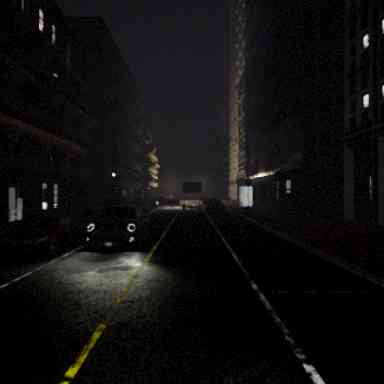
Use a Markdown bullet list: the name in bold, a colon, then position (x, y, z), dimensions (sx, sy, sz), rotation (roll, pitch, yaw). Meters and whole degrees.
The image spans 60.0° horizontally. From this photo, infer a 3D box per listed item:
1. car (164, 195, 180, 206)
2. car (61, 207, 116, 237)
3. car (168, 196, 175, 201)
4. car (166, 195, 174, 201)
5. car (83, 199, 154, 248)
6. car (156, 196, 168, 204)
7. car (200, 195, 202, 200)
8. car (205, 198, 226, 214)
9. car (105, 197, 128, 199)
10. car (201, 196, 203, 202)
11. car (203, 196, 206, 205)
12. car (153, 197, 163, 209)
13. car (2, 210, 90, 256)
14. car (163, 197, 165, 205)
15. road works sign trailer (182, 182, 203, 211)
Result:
- **car**: position (-3.071, 1.658, 55.484), dimensions (1.895, 1.301, 4.718), rotation (0, 0, 0)
- **car**: position (-5.693, 1.597, 18.803), dimensions (1.802, 1.307, 4.206), rotation (0, 0, 0)
- **car**: position (-5.705, 1.700, 92.234), dimensions (1.802, 1.307, 4.206), rotation (0, 0, 0)
- **car**: position (-5.704, 1.548, 86.586), dimensions (1.967, 1.590, 4.097), rotation (0, 0, 0)
- **car**: position (-3.102, 1.363, 14.641), dimensions (2.097, 1.767, 4.553), rotation (0, 0, 0)
- **car**: position (-5.701, 1.595, 63.822), dimensions (1.752, 1.417, 4.829), rotation (0, 0, 0)
- **car**: position (2.681, 1.627, 58.344), dimensions (1.947, 1.339, 4.313), rotation (0, 0, 0)
- **car**: position (2.684, 1.559, 35.920), dimensions (1.752, 1.417, 4.829), rotation (0, 0, 0)
- **car**: position (-5.695, 1.336, 24.452), dimensions (2.192, 1.841, 5.009), rotation (0, 0, 0)
- **car**: position (2.682, 1.597, 47.048), dimensions (2.008, 1.369, 4.403), rotation (0, 0, 0)
- **car**: position (2.684, 1.480, 41.398), dimensions (1.967, 1.590, 4.097), rotation (0, 0, 0)
- **car**: position (-5.698, 1.597, 47.046), dimensions (2.008, 1.369, 4.403), rotation (0, 0, 0)
- **car**: position (-5.693, 1.591, 13.154), dimensions (1.802, 1.307, 4.206), rotation (0, 0, 0)
- **car**: position (-5.700, 1.627, 58.343), dimensions (1.947, 1.339, 4.313), rotation (0, 0, 0)
- **road works sign trailer**: position (-0.006, 0.504, 41.558), dimensions (2.380, 3.560, 2.880), rotation (0, 0, 0)
